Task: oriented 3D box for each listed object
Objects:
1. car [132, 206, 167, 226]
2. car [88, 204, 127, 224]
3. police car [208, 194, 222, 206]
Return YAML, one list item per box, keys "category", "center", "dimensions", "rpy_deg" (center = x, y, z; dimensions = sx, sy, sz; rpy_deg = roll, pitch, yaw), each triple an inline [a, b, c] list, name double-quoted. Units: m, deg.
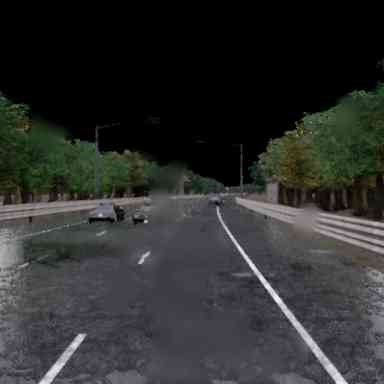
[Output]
- category: "car"
  center: [-2.896, 1.633, 23.832]
  dimensions: [1.895, 1.301, 4.718]
  rpy_deg: [0, 0, 2]
- category: "car"
  center: [-6.330, 1.597, 25.290]
  dimensions: [1.994, 1.385, 4.181]
  rpy_deg: [0, 0, 2]
- category: "police car"
  center: [3.695, 1.570, 56.551]
  dimensions: [1.930, 1.638, 5.238]
  rpy_deg: [0, 0, 5]
